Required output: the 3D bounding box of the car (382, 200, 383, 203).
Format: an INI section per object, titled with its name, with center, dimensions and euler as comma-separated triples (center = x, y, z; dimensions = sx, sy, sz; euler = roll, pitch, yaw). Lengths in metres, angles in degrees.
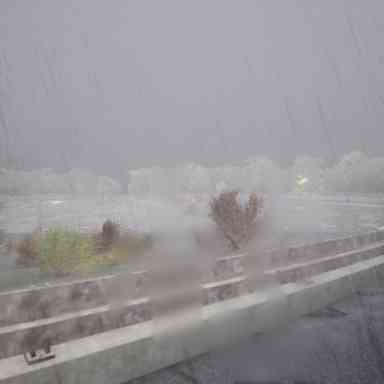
[car]
center = 43.980, 1.879, 73.520
dimensions = 1.882, 1.535, 5.008
euler = 0, -1, 6
